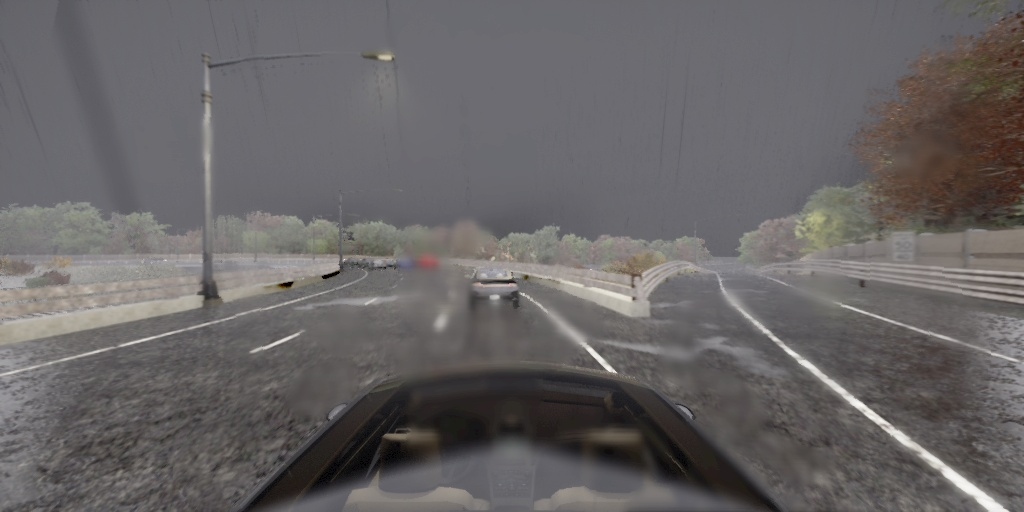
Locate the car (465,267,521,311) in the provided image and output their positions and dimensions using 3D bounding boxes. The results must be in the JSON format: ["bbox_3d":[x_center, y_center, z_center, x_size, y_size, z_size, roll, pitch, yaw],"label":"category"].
[{"bbox_3d":[-0.806,1.198,14.350,2.128,1.511,4.902,0,0,-7],"label":"car"}]

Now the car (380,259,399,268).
[{"bbox_3d":[-20.694,1.266,60.498,1.994,1.385,4.181,-1,0,-35],"label":"car"}]

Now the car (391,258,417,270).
[{"bbox_3d":[-15.531,1.165,51.426,1.882,1.535,5.008,-1,0,-29],"label":"car"}]

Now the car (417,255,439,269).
[{"bbox_3d":[-12.577,0.874,53.306,2.150,2.045,5.566,-1,0,-29],"label":"car"}]

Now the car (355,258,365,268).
[{"bbox_3d":[-23.640,1.088,58.608,2.097,1.767,4.553,-1,0,-35],"label":"car"}]

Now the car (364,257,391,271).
[{"bbox_3d":[-18.985,1.271,50.458,2.033,1.411,5.357,-1,0,-29],"label":"car"}]
